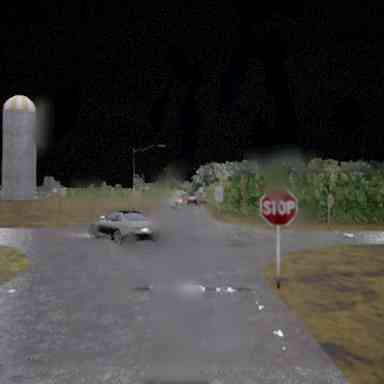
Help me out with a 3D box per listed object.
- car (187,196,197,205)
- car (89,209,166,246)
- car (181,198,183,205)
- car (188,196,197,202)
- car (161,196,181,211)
[{"bbox_3d":[0.023,1.642,63.952,1.882,1.535,5.008,0,0,0],"label":"car"},{"bbox_3d":[-3.209,1.569,15.522,1.994,1.385,4.181,1,-1,-38],"label":"car"},{"bbox_3d":[-2.770,1.508,59.934,2.097,1.767,4.553,0,0,1],"label":"car"},{"bbox_3d":[0.027,1.570,74.376,1.994,1.385,4.181,0,0,0],"label":"car"},{"bbox_3d":[-2.825,1.625,42.780,1.837,1.490,4.892,0,0,0],"label":"car"}]
